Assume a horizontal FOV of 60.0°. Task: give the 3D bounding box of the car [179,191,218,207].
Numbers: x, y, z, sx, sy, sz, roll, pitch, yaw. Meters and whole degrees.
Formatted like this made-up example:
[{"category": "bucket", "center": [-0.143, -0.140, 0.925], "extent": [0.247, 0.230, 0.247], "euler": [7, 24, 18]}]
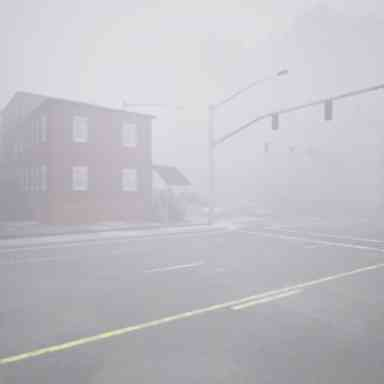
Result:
[{"category": "car", "center": [0.636, 0.692, 37.148], "extent": [2.033, 1.411, 5.357], "euler": [0, 7, -36]}]
